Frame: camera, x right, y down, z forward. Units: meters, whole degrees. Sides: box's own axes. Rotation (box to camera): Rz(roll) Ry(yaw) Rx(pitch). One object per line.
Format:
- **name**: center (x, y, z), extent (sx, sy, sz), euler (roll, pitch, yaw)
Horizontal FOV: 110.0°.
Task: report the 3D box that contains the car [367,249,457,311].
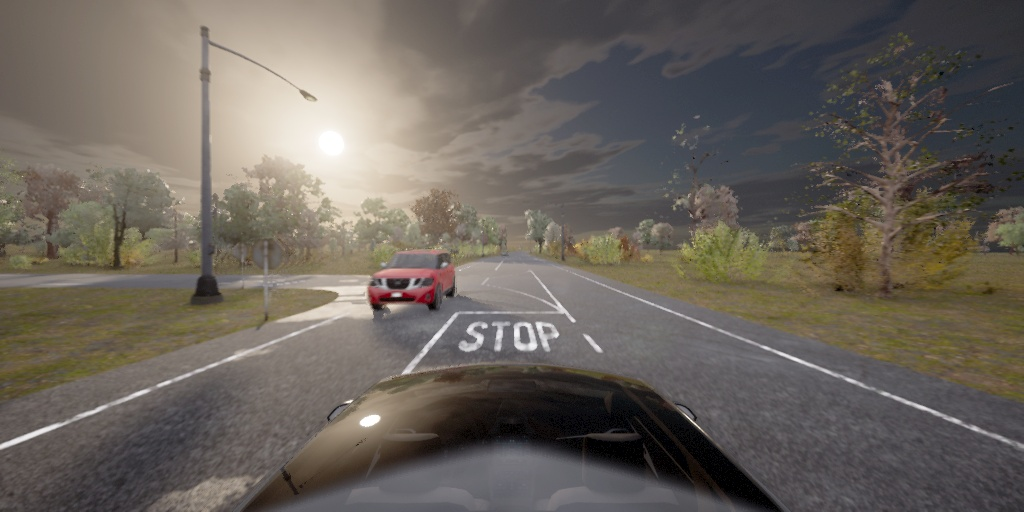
- **car**: center (-3.501, 0.772, 13.665), extent (2.150, 2.045, 5.566), euler (0, 1, 0)
